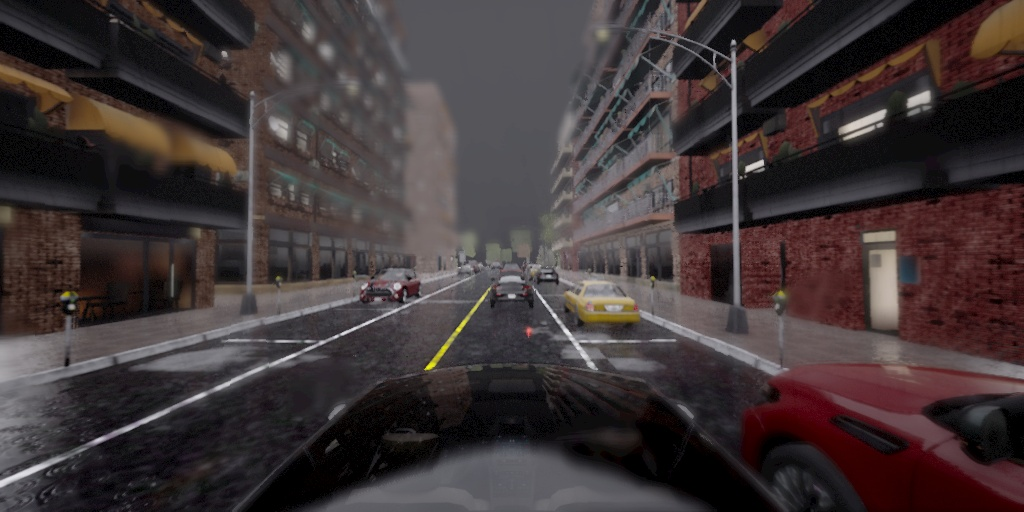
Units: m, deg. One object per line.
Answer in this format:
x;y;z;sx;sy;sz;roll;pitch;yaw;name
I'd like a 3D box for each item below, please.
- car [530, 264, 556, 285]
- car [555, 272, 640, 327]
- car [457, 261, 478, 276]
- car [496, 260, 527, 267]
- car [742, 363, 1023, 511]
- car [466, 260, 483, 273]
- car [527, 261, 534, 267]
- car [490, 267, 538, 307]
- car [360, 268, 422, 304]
2.757;1.576;29.000;1.948;1.339;4.313;0;0;0;car
2.698;1.370;11.825;1.751;1.417;4.829;0;0;0;car
-5.829;1.716;45.093;2.007;1.370;4.403;0;0;0;car
-0.006;1.379;30.940;2.097;1.767;4.553;0;-1;0;car
2.693;1.053;0.519;2.192;1.841;5.009;0;0;0;car
-5.830;1.534;50.660;2.192;1.841;5.009;0;0;0;car
2.820;1.637;39.664;1.751;1.417;4.829;0;0;0;car
0.001;1.414;16.238;1.812;1.442;4.674;0;0;0;car
-5.711;1.338;17.253;1.967;1.591;4.097;0;0;0;car
